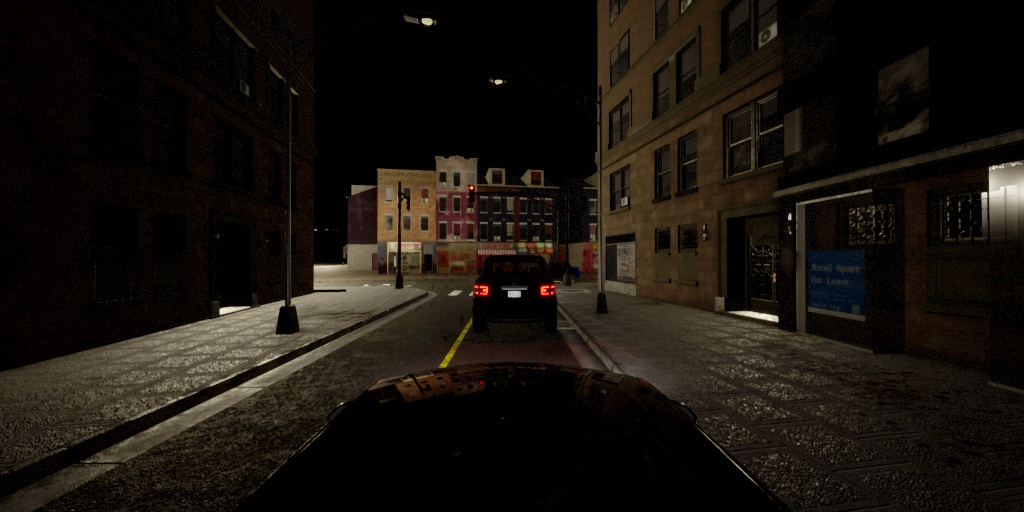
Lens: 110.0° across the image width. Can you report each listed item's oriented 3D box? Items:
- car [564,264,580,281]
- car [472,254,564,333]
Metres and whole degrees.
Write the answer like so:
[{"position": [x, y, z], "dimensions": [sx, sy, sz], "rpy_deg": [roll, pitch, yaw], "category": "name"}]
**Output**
[{"position": [2.992, 1.228, 28.898], "dimensions": [5.008, 1.535, 1.882], "rpy_deg": [0, 0, -10], "category": "car"}, {"position": [0.096, 0.972, 10.940], "dimensions": [2.150, 2.045, 5.566], "rpy_deg": [0, 0, 1], "category": "car"}]
